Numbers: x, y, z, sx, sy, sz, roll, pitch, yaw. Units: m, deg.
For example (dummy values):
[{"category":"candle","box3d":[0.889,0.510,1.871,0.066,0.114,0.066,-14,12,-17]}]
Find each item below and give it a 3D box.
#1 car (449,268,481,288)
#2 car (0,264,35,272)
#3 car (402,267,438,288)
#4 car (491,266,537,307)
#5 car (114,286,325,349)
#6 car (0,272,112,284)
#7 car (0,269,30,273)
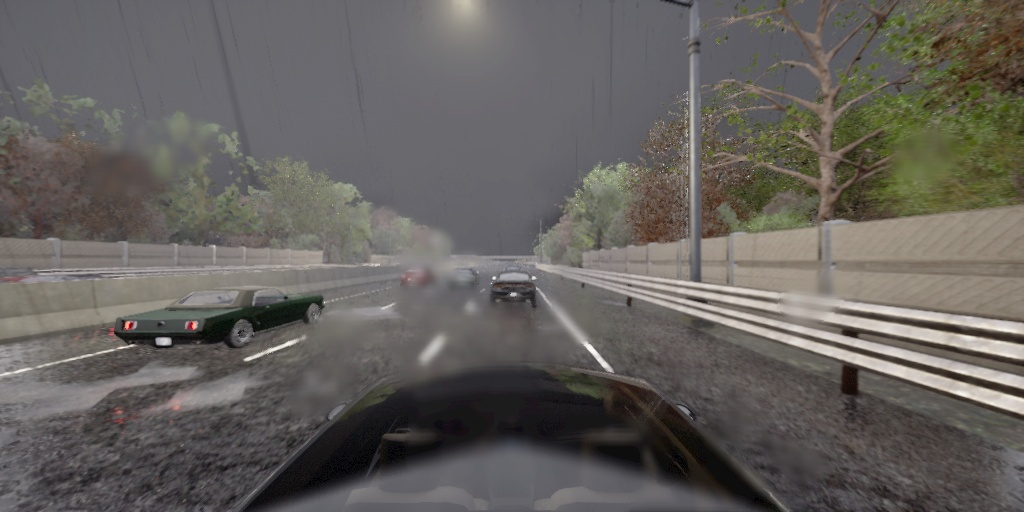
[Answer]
[{"category":"car","box3d":[-3.400,1.591,26.435,1.994,1.385,4.181,0,-1,0]},{"category":"car","box3d":[-24.601,1.263,16.300,2.097,1.767,4.553,0,-1,0]},{"category":"car","box3d":[-6.898,1.560,27.035,1.812,1.442,4.674,0,-1,0]},{"category":"car","box3d":[0.096,1.388,16.510,1.882,1.535,5.008,0,-1,0]},{"category":"car","box3d":[-6.897,1.433,9.339,1.895,1.301,4.718,0,-1,0]},{"category":"car","box3d":[-17.602,1.432,13.945,2.033,1.411,5.357,0,-1,0]},{"category":"car","box3d":[-21.101,1.358,12.371,2.128,1.511,4.902,0,-1,0]}]
